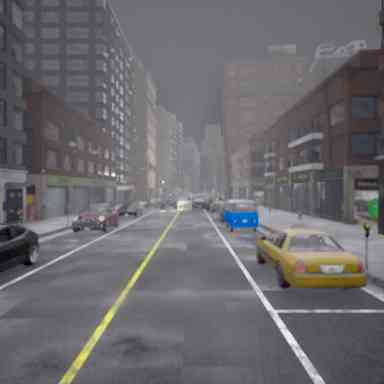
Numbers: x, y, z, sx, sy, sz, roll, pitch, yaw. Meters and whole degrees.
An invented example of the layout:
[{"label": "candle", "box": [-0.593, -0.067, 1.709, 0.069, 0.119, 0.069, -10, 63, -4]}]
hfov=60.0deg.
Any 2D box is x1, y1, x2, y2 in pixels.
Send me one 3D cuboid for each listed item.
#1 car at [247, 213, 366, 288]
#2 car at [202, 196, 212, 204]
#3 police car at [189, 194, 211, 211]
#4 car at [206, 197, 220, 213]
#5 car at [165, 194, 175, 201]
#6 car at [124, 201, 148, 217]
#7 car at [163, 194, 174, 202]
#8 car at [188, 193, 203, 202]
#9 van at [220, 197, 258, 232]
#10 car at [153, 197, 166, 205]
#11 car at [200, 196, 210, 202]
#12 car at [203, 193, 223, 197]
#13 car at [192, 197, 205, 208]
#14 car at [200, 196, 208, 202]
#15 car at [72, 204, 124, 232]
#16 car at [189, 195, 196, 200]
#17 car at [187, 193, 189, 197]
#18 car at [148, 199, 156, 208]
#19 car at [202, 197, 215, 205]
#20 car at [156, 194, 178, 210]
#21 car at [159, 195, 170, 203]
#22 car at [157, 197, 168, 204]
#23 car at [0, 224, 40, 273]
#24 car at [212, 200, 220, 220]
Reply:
[{"label": "car", "box": [2.857, 1.531, 9.074, 1.752, 1.417, 4.829, -1, 0, 0]}, {"label": "car", "box": [2.895, 1.564, 64.136, 1.752, 1.417, 4.829, -1, 0, 0]}, {"label": "police car", "box": [0.928, 1.453, 41.225, 1.930, 1.638, 5.238, 0, 0, 0]}, {"label": "car", "box": [2.875, 1.575, 36.434, 2.008, 1.369, 4.403, -1, 0, 0]}, {"label": "car", "box": [-5.618, 1.352, 85.991, 2.192, 1.841, 5.009, -1, 0, 0]}, {"label": "car", "box": [-5.653, 1.586, 30.914, 1.947, 1.339, 4.313, -1, 0, 0]}, {"label": "car", "box": [-5.622, 1.353, 80.484, 2.192, 1.841, 5.009, -1, 0, 0]}, {"label": "car", "box": [0.879, 1.388, 57.085, 2.097, 1.767, 4.553, 0, 0, 0]}, {"label": "van", "box": [2.862, 1.353, 19.916, 1.690, 1.788, 3.998, -1, 0, 0]}, {"label": "car", "box": [-5.635, 1.619, 58.452, 1.802, 1.307, 4.206, -1, 0, 0]}, {"label": "car", "box": [2.902, 1.605, 74.978, 1.947, 1.339, 4.313, -1, 0, 0]}, {"label": "car", "box": [2.877, 1.343, 41.941, 2.192, 1.841, 5.009, -1, 0, 0]}, {"label": "car", "box": [0.935, 1.512, 51.116, 1.882, 1.535, 5.008, 0, 0, 0]}, {"label": "car", "box": [2.906, 1.604, 80.485, 1.947, 1.339, 4.313, -1, 0, 0]}, {"label": "car", "box": [-5.662, 1.452, 19.898, 1.967, 1.590, 4.097, -1, 0, 0]}, {"label": "car", "box": [0.062, 1.446, 89.188, 1.895, 1.301, 4.718, 0, 0, 0]}, {"label": "car", "box": [0.051, 1.459, 75.002, 1.994, 1.385, 4.181, 0, 0, 0]}, {"label": "car", "box": [-5.642, 1.614, 47.437, 1.802, 1.307, 4.206, -1, 0, 0]}, {"label": "car", "box": [2.890, 1.603, 58.459, 1.947, 1.339, 4.313, -1, 0, 0]}, {"label": "car", "box": [-3.060, 1.249, 44.516, 2.150, 2.045, 5.566, 0, 0, 0]}, {"label": "car", "box": [-5.628, 1.479, 69.468, 1.967, 1.590, 4.097, -1, 0, 0]}, {"label": "car", "box": [-5.630, 1.620, 63.960, 1.802, 1.307, 4.206, -1, 0, 0]}, {"label": "car", "box": [-5.668, 1.571, 8.883, 1.947, 1.339, 4.313, -1, 0, 0]}, {"label": "car", "box": [2.868, 1.566, 25.422, 2.008, 1.369, 4.403, -1, 0, 0]}]
